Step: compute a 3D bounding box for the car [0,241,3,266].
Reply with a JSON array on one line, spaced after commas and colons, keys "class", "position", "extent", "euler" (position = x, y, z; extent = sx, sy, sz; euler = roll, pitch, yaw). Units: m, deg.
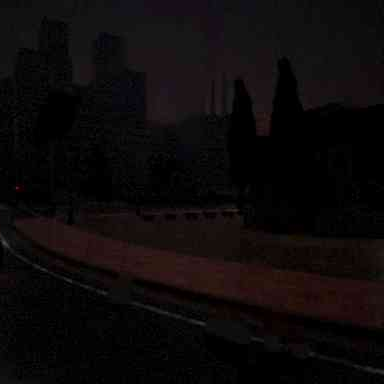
[{"class": "car", "position": [-7.734, 1.697, 11.208], "extent": [1.994, 1.385, 4.181], "euler": [0, -1, -38]}]
